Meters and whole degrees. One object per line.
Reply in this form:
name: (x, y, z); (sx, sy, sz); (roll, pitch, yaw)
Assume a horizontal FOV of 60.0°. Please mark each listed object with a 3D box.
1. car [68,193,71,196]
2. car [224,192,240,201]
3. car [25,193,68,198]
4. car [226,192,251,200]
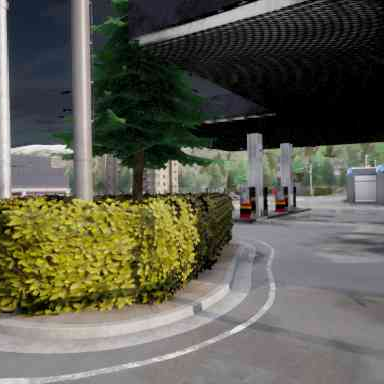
car: (-24.204, 1.124, 63.874); (3.866, 1.878, 1.905); (-1, 1, 35)
car: (7.473, 0.850, 63.898); (5.027, 1.636, 2.152); (-1, 1, 35)
car: (-14.746, 1.183, 33.582); (3.866, 1.878, 1.905); (-1, 1, 35)
car: (9.246, 0.812, 66.485); (4.514, 1.523, 2.007); (-1, 1, 35)
